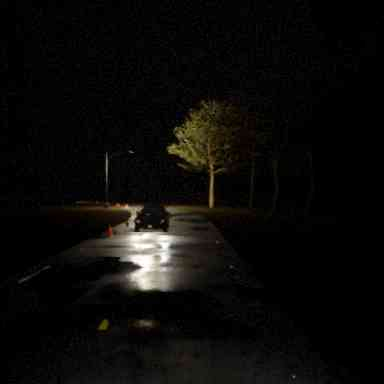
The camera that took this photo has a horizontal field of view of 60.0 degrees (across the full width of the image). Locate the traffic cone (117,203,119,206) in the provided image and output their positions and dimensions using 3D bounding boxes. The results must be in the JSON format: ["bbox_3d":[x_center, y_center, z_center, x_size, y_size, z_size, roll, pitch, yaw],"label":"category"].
[{"bbox_3d":[-10.940,1.821,49.243,0.340,0.580,0.340,0,1,-29],"label":"traffic cone"}]

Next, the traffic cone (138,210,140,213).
[{"bbox_3d":[-4.313,1.960,26.479,0.340,0.580,0.340,0,0,-4],"label":"traffic cone"}]

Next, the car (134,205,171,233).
[{"bbox_3d":[-2.265,1.535,19.818,1.812,1.442,4.674,0,0,-1],"label":"car"}]

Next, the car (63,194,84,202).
[{"bbox_3d":[-23.749,1.160,66.543,4.892,1.490,1.837,0,0,32],"label":"car"}]

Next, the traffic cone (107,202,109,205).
[{"bbox_3d":[-13.432,1.774,53.322,0.340,0.580,0.340,0,1,-34],"label":"traffic cone"}]

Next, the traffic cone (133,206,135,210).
[{"bbox_3d":[-7.083,1.909,40.508,0.340,0.580,0.340,0,0,-19],"label":"traffic cone"}]

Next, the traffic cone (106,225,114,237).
[{"bbox_3d":[-4.110,1.949,16.600,0.340,0.580,0.340,0,0,-1],"label":"traffic cone"}]
